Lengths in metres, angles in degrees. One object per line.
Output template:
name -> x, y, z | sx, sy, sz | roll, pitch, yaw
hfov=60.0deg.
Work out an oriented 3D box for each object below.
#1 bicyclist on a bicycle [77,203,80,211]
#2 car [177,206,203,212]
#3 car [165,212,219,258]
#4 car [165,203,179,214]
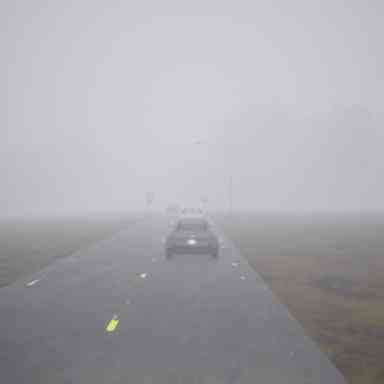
bicyclist on a bicycle -> -22.630, 3.123, 66.534 | 0.582, 1.620, 1.656 | -1, -1, 0
car -> 0.010, 2.013, 28.272 | 1.895, 1.301, 4.718 | 0, -1, 0
car -> 0.015, 1.729, 13.546 | 1.994, 1.385, 4.181 | 0, -1, 0
car -> -2.779, 2.363, 48.582 | 1.837, 1.490, 4.892 | 0, -2, 0
